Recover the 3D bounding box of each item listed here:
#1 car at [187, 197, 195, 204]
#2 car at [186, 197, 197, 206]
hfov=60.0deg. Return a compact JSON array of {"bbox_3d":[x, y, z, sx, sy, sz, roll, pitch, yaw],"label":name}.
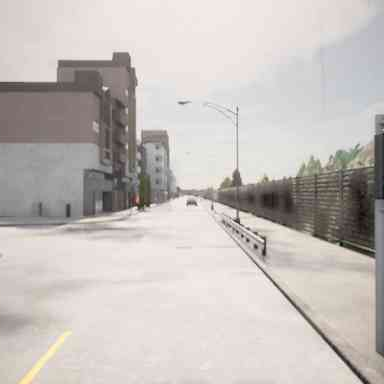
[{"bbox_3d":[-0.153,1.936,77.261,1.812,1.442,4.674,0,0,0],"label":"car"},{"bbox_3d":[-0.023,1.849,60.529,1.812,1.442,4.674,0,0,0],"label":"car"}]
